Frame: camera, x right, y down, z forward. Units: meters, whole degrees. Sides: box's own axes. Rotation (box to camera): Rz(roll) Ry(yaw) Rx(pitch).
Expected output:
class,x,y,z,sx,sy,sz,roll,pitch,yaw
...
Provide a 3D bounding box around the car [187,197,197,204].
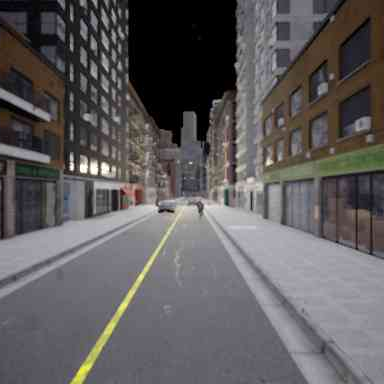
class,x,y,z,sx,sy,sz,roll,pitch,yaw
car,0.046,2.004,77.266,2.128,1.511,4.902,0,0,0

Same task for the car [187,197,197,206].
class,x,y,z,sx,sy,sz,roll,pitch,yaw
car,0.071,1.949,66.197,2.033,1.411,5.357,0,0,1

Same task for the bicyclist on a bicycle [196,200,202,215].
class,x,y,z,sx,sy,sz,roll,pitch,yaw
bicyclist on a bicycle,0.776,1.662,36.410,0.582,1.620,1.656,0,-1,0

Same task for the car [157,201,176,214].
class,x,y,z,sx,sy,sz,roll,pitch,yaw
car,-2.818,1.766,38.036,2.033,1.411,5.357,0,0,0

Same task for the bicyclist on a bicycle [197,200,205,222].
class,x,y,z,sx,sy,sz,roll,pitch,yaw
bicyclist on a bicycle,0.772,1.608,27.414,0.582,1.620,1.656,0,-1,0
